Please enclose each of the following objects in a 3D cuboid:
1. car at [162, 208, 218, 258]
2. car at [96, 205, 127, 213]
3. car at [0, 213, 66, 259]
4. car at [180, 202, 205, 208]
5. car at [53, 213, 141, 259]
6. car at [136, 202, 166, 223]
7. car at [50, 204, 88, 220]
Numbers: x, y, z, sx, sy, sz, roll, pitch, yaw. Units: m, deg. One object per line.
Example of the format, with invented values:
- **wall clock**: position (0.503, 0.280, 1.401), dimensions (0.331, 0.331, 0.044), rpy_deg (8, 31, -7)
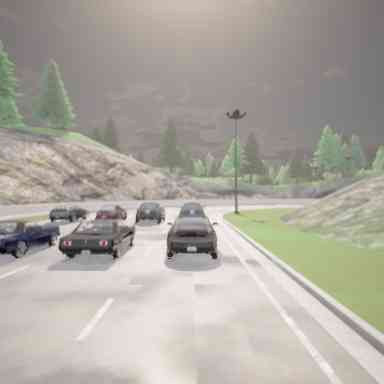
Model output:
- **car**: position (0.014, 1.653, 13.486), dimensions (1.837, 1.490, 4.892), rpy_deg (0, 0, 0)
- **car**: position (-6.933, 1.836, 28.884), dimensions (1.812, 1.442, 4.674), rpy_deg (0, 0, 2)
- **car**: position (-6.990, 1.744, 13.241), dimensions (1.895, 1.301, 4.718), rpy_deg (0, -1, 0)
- **car**: position (0.052, 1.657, 28.413), dimensions (2.097, 1.767, 4.553), rpy_deg (0, -1, 1)
- **car**: position (-3.490, 1.744, 13.242), dimensions (1.895, 1.301, 4.718), rpy_deg (0, -1, 0)
- **car**: position (-3.447, 1.656, 28.411), dimensions (2.097, 1.767, 4.553), rpy_deg (0, -1, 1)
- **car**: position (-10.447, 1.799, 28.482), dimensions (2.128, 1.511, 4.902), rpy_deg (0, 0, 2)
